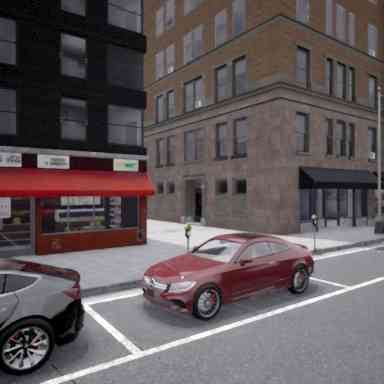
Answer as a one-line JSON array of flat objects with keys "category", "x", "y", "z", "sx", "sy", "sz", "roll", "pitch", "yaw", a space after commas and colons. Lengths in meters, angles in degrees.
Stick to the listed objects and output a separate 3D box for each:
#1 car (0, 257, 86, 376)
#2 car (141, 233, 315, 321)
[{"category": "car", "x": -3.523, "y": 1.566, "z": 4.021, "sx": 4.313, "sy": 1.339, "sz": 1.947, "roll": 0, "pitch": 0, "yaw": -36}, {"category": "car", "x": 0.954, "y": 1.581, "z": 7.218, "sx": 4.206, "sy": 1.307, "sz": 1.802, "roll": 0, "pitch": 0, "yaw": -36}]
